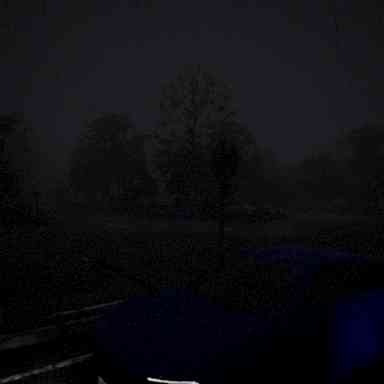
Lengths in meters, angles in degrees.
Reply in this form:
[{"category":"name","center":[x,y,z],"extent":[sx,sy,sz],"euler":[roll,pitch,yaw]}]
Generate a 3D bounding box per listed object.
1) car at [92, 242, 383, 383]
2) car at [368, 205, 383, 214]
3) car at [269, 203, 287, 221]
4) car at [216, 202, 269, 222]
[{"category":"car","center":[1.240,1.504,4.447],"extent":[5.008,1.535,1.882],"euler":[1,0,-36]},{"category":"car","center":[26.526,2.402,45.428],"extent":[2.002,1.452,4.674],"euler":[2,-1,-35]},{"category":"car","center":[6.675,1.717,31.365],"extent":[2.185,1.767,4.553],"euler":[1,-1,-36]},{"category":"car","center":[4.131,1.817,29.468],"extent":[2.002,1.452,4.674],"euler":[2,-1,-36]}]
